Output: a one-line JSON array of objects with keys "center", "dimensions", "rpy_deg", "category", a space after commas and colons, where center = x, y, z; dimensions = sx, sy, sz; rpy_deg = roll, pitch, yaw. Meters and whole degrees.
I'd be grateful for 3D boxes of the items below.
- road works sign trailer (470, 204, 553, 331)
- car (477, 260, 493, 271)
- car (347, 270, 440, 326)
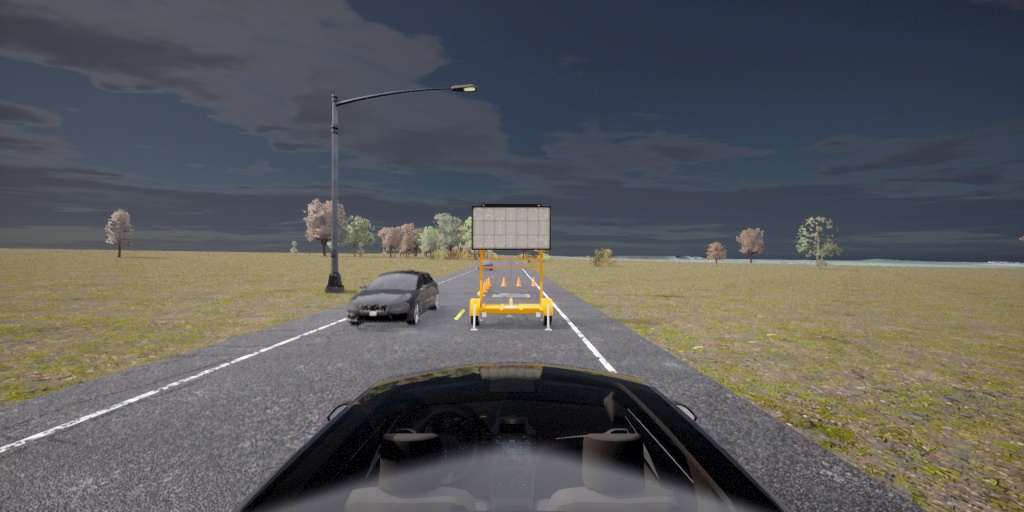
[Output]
[{"center": [-0.023, 0.214, 11.023], "dimensions": [2.380, 3.560, 2.880], "rpy_deg": [0, 0, 0], "category": "road works sign trailer"}, {"center": [-3.617, 1.229, 48.379], "dimensions": [1.882, 1.535, 5.008], "rpy_deg": [0, 0, 0], "category": "car"}, {"center": [-3.625, 1.255, 11.772], "dimensions": [1.837, 1.490, 4.892], "rpy_deg": [0, 0, 0], "category": "car"}]
